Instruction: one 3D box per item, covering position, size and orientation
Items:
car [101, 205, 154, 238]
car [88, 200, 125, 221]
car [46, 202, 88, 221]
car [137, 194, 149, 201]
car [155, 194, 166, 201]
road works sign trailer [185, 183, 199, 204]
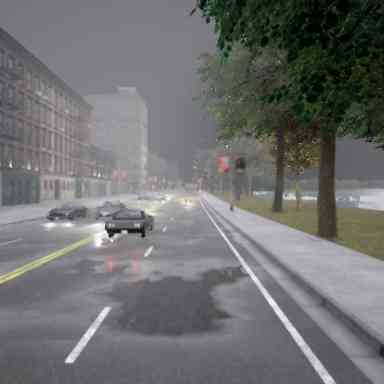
[{"bbox_3d":[-3.152,1.592,17.764,1.895,1.301,4.718,0,0,0],"label":"car"},{"bbox_3d":[-6.599,1.472,27.547,2.128,1.511,4.902,0,0,0],"label":"car"},{"bbox_3d":[-9.853,1.529,26.922,2.033,1.411,5.357,0,0,0],"label":"car"},{"bbox_3d":[-9.759,1.066,66.863,2.033,1.411,5.357,0,1,0],"label":"car"},{"bbox_3d":[-6.509,1.052,68.170,1.895,1.301,4.718,0,1,0],"label":"car"},{"bbox_3d":[-0.008,0.170,55.487,2.380,3.560,2.880,0,1,0],"label":"road works sign trailer"}]
